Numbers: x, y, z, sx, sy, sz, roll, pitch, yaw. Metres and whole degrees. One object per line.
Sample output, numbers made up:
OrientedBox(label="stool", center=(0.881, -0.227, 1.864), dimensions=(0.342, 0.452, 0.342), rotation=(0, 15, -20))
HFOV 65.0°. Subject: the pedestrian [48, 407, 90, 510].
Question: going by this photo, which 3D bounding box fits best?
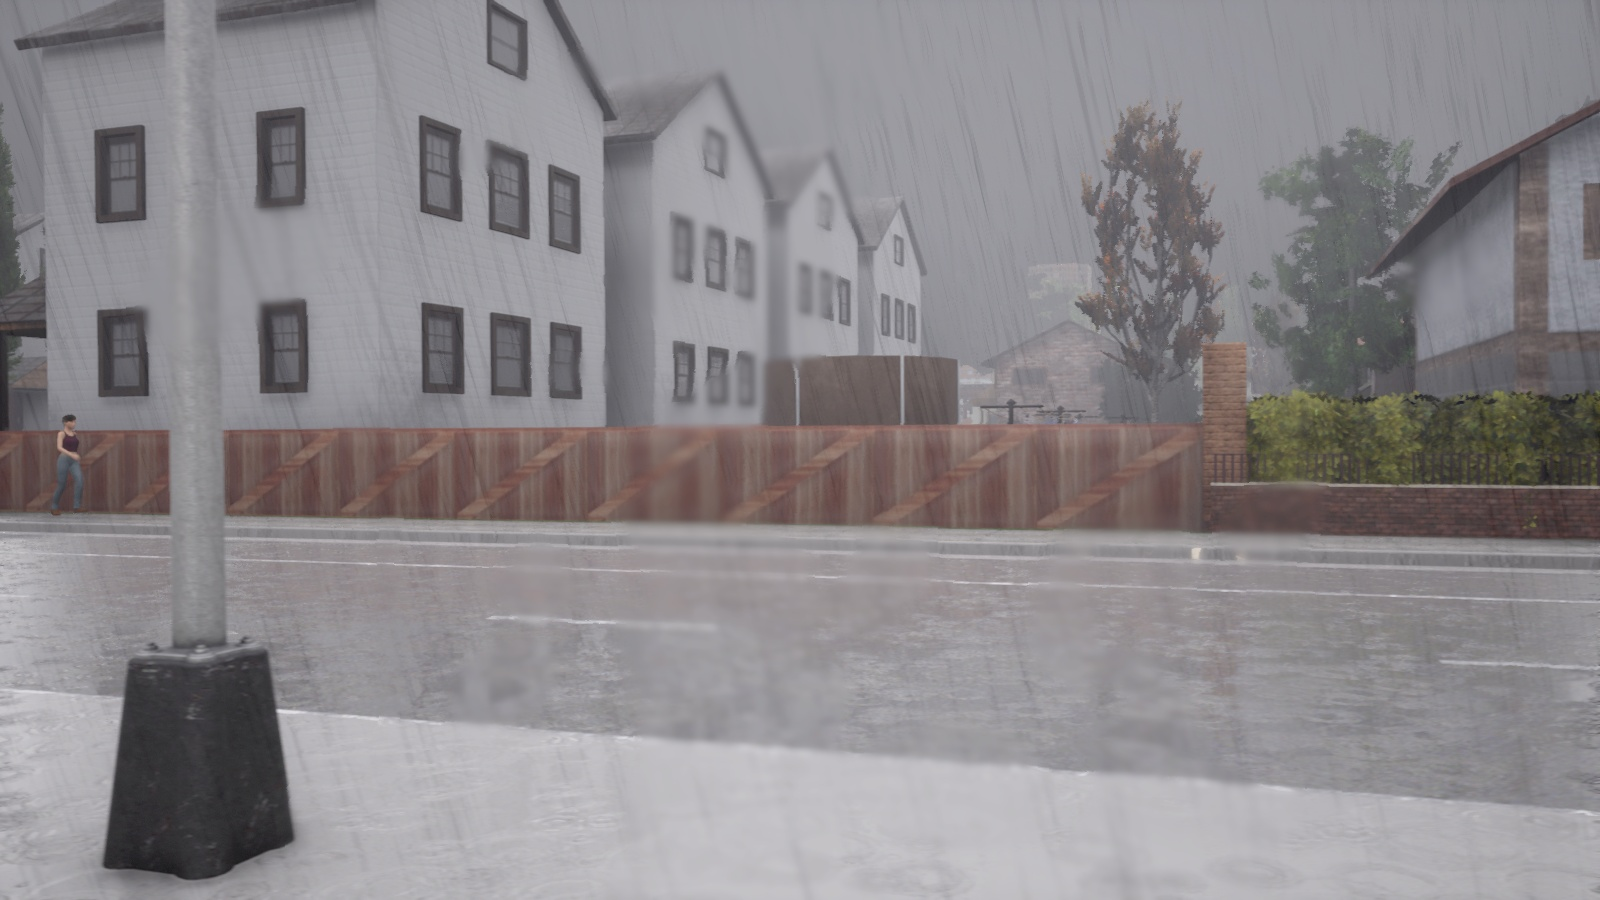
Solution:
OrientedBox(label="pedestrian", center=(-13.235, 0.152, 22.740), dimensions=(0.594, 1.836, 0.345), rotation=(0, 1, 18))
